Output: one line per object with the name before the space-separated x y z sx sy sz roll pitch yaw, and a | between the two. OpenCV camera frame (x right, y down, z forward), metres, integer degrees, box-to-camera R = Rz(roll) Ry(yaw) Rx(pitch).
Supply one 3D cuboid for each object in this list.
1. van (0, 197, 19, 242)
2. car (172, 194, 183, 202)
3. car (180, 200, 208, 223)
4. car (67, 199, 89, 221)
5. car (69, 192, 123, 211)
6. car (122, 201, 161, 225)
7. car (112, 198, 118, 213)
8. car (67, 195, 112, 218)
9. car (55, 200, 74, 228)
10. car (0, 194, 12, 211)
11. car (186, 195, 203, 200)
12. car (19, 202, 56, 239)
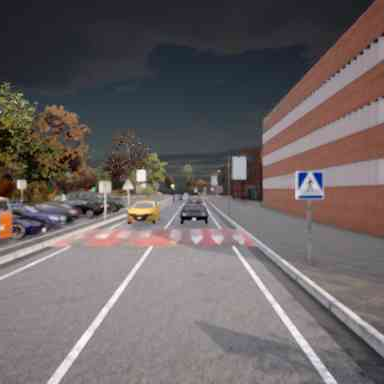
van | -9.512 1.147 12.882 4.442 1.987 1.878 0 0 0
car | -2.808 1.098 65.052 1.812 1.442 4.674 0 1 1
car | 0.171 1.474 23.934 1.895 1.301 4.718 0 0 1
car | -9.422 1.357 21.362 4.674 1.452 2.002 0 0 0
car | -9.435 0.982 32.662 5.566 2.045 2.435 0 0 0
car | -3.282 1.353 23.434 1.882 1.535 5.008 0 0 0
car | -9.451 1.296 29.840 4.674 1.452 2.002 0 0 0
car | -9.439 1.278 27.012 5.008 1.535 2.097 0 0 0
car | -9.418 1.376 18.536 4.674 1.452 2.002 0 0 0
car | -21.983 1.078 35.363 4.553 1.767 2.185 0 0 0
car | 0.296 1.116 41.829 2.097 1.767 4.553 0 0 0
car | -9.376 1.384 15.710 4.792 1.488 2.163 0 0 0
